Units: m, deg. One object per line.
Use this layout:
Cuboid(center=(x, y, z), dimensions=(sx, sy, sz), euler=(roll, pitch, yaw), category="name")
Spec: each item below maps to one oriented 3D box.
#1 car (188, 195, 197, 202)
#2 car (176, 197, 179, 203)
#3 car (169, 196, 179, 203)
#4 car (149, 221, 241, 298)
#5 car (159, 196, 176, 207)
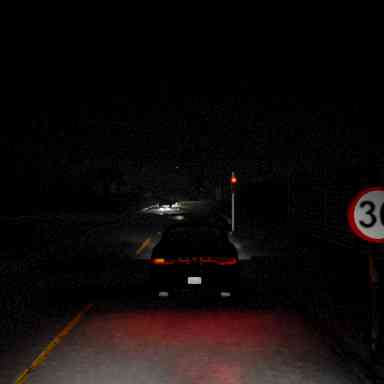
Cuboid(center=(0.182, 1.339, 71.375), dimensions=(1.812, 1.442, 4.674), euler=(0, 0, 0), category="car")
Cuboid(center=(-3.918, 1.492, 60.401), dimensions=(2.128, 1.511, 4.902), euler=(0, 0, 0), category="car")
Cuboid(center=(-3.820, 1.595, 70.453), dimensions=(1.895, 1.301, 4.718), euler=(0, 0, 0), category="car")
Cuboid(center=(0.073, 1.478, 8.600), dimensions=(1.882, 1.535, 5.008), euler=(0, 0, 1), category="car")
Cuboid(center=(-3.965, 1.491, 50.921), dimensions=(2.128, 1.511, 4.902), euler=(0, 0, 0), category="car")
